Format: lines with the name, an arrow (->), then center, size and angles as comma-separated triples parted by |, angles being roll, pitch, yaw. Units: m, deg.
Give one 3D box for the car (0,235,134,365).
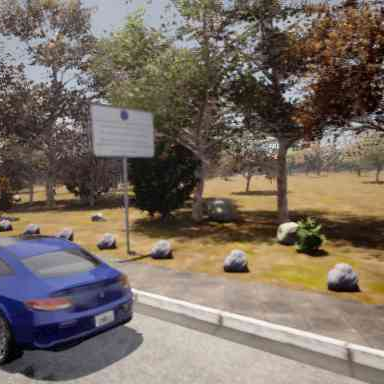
car -> -3.020, 1.481, 5.715 | 4.674, 1.442, 1.812 | 1, 0, 35
